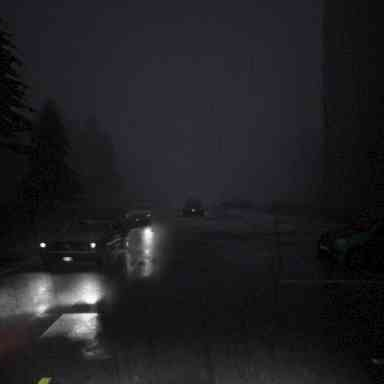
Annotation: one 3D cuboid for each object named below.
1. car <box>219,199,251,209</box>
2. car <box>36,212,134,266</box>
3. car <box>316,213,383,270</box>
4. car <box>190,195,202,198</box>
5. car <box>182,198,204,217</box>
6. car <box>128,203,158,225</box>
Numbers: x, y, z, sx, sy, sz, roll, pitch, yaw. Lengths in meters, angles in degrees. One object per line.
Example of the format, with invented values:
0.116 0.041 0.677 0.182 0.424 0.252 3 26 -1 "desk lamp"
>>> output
5.591 1.537 43.442 4.181 1.381 1.994 0 0 -1 "car"
-3.523 1.596 11.651 1.895 1.301 4.718 0 0 1 "car"
6.050 1.481 10.433 3.988 1.617 1.851 0 0 -1 "car"
0.118 1.490 44.931 1.837 1.490 4.892 0 0 0 "car"
0.112 1.552 31.133 1.994 1.385 4.181 0 0 0 "car"
-3.513 1.517 23.814 1.812 1.442 4.674 0 0 1 "car"
